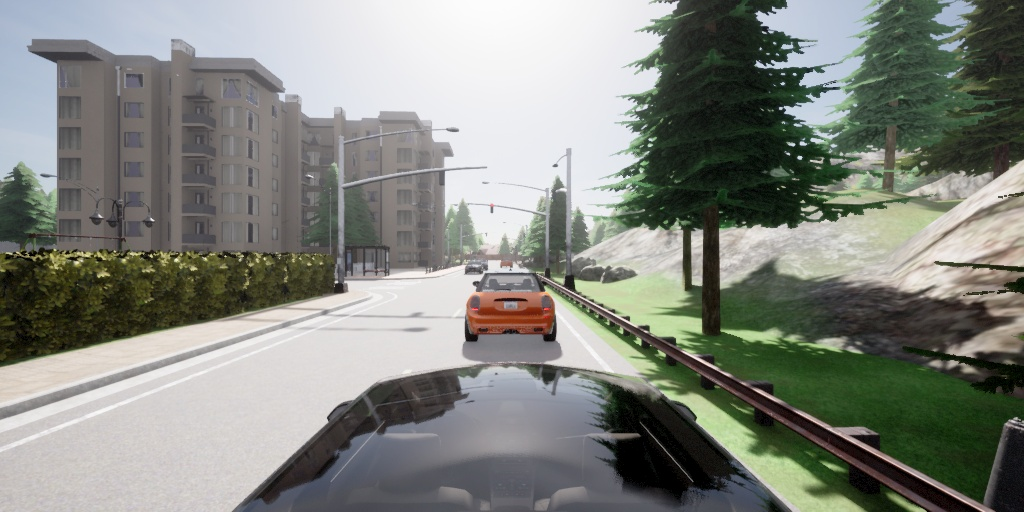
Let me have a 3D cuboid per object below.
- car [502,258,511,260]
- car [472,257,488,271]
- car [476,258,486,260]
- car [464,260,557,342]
[{"bbox_3d":[-0.926,1.102,61.232,2.097,1.767,4.553,0,0,-1],"label":"car"},{"bbox_3d":[-4.448,1.102,50.672,2.097,1.767,4.553,0,0,-2],"label":"car"},{"bbox_3d":[-4.265,1.255,40.761,1.837,1.490,4.892,0,0,-1],"label":"car"},{"bbox_3d":[-0.052,1.102,9.975,2.097,1.767,4.553,0,0,-1],"label":"car"}]
